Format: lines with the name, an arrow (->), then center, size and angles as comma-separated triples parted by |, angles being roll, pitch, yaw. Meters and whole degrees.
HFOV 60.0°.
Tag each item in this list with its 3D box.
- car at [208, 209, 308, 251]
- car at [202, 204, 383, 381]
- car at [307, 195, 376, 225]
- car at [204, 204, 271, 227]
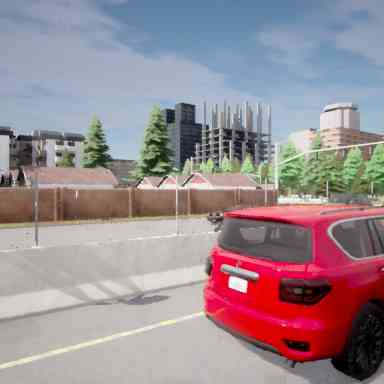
car -> 2.980, 1.564, 14.700 | 4.181, 1.385, 1.994 | 0, 0, -35
car -> 2.755, 1.224, 5.706 | 5.566, 2.045, 2.150 | -1, 0, -35
car -> 11.280, 1.224, 24.851 | 5.566, 2.045, 2.150 | 0, 0, -35
car -> 3.274, 1.601, 23.484 | 4.718, 1.301, 1.895 | 0, 0, -35
